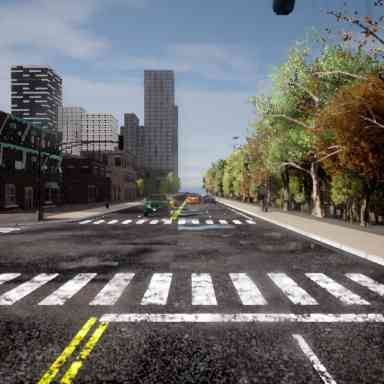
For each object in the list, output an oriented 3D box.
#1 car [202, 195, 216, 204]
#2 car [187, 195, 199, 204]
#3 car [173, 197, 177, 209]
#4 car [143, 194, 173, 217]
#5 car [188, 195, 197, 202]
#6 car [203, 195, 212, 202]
[{"bbox_3d":[3.450,1.532,63.153,1.994,1.385,4.181,0,0,0],"label":"car"},{"bbox_3d":[0.195,1.321,63.022,2.097,1.767,4.553,0,0,0],"label":"car"},{"bbox_3d":[-3.272,1.458,42.267,1.882,1.535,5.008,0,0,0],"label":"car"},{"bbox_3d":[-3.293,1.208,32.085,2.150,2.045,5.566,0,0,0],"label":"car"},{"bbox_3d":[0.126,1.440,72.843,1.882,1.535,5.008,0,0,0],"label":"car"},{"bbox_3d":[3.364,1.462,73.109,1.837,1.490,4.892,0,0,0],"label":"car"}]
